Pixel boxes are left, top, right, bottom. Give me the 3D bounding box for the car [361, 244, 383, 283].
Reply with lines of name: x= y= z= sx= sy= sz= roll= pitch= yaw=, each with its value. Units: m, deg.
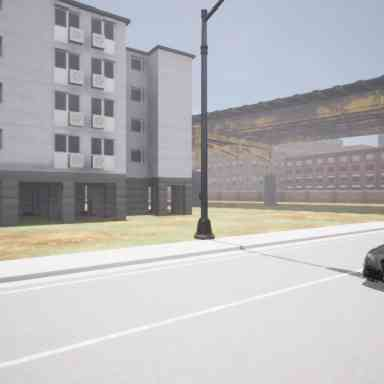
car: x=6.133 y=1.564 z=8.368 sx=4.181 sy=1.385 sz=1.994 roll=0 pitch=0 yaw=-35
